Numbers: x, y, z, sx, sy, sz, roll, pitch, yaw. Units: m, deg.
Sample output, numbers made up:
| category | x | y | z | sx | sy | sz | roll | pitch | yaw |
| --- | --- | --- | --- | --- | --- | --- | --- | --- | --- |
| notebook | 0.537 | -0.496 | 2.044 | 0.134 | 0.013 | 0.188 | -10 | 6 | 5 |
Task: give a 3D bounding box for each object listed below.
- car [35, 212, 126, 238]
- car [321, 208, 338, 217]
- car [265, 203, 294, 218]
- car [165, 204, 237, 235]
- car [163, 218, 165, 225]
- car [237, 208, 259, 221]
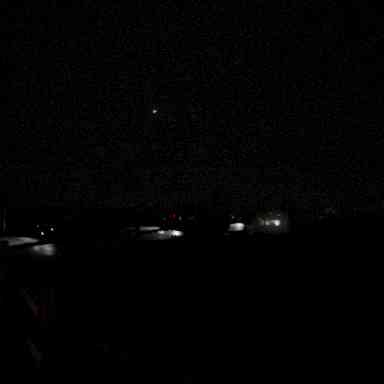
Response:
| category | x | y | z | sx | sy | sz | roll | pitch | yaw |
| --- | --- | --- | --- | --- | --- | --- | --- | --- | --- |
| car | -6.374 | 1.908 | 19.822 | 2.033 | 1.411 | 5.357 | 3 | 0 | 36 |
| car | 22.901 | 3.347 | 55.418 | 1.812 | 1.442 | 4.674 | 3 | 1 | 37 |
| car | 11.968 | 2.524 | 45.181 | 2.150 | 2.045 | 5.566 | 3 | 0 | 38 |
| car | 0.822 | 1.978 | 24.821 | 2.150 | 2.045 | 5.566 | 3 | 0 | 36 |
| car | -0.403 | 2.184 | 28.109 | 1.837 | 1.490 | 4.892 | 3 | 0 | 36 |
| car | 5.706 | 2.502 | 36.561 | 1.837 | 1.490 | 4.892 | 3 | 0 | 37 |
